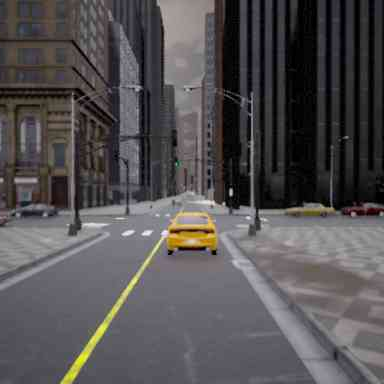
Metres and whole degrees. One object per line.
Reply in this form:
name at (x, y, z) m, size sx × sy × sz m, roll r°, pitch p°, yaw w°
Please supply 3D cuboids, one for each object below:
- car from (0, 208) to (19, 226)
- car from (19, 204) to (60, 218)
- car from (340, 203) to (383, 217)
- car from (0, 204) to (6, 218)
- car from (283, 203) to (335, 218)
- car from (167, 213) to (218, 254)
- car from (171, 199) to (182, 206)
car at (-15.368, 1.780, 24.223) m, size 4.097 × 1.590 × 1.967 m, roll 0°, pitch 0°, yaw 0°
car at (-15.378, 1.842, 32.749) m, size 4.403 × 1.369 × 2.008 m, roll 0°, pitch 1°, yaw 0°
car at (17.012, 1.748, 32.904) m, size 4.507 × 1.381 × 1.887 m, roll 0°, pitch 0°, yaw 0°
car at (-21.049, 1.877, 32.721) m, size 4.313 × 1.339 × 1.947 m, roll 0°, pitch 1°, yaw 0°
car at (11.542, 1.740, 32.877) m, size 4.829 × 1.417 × 1.752 m, roll 0°, pitch 0°, yaw 0°
car at (0.038, 1.612, 14.196) m, size 1.882 × 1.535 × 5.008 m, roll 0°, pitch 0°, yaw 1°
car at (-3.099, 2.157, 67.637) m, size 1.812 × 1.442 × 4.674 m, roll 0°, pitch 0°, yaw 0°
